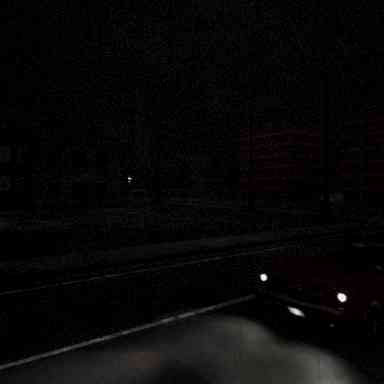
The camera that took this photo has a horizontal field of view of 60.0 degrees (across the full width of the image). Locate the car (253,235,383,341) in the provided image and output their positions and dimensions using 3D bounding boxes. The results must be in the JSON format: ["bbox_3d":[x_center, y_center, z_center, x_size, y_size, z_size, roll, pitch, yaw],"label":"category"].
[{"bbox_3d":[3.412,1.601,6.668,4.718,1.301,1.895,0,0,-38],"label":"car"}]
